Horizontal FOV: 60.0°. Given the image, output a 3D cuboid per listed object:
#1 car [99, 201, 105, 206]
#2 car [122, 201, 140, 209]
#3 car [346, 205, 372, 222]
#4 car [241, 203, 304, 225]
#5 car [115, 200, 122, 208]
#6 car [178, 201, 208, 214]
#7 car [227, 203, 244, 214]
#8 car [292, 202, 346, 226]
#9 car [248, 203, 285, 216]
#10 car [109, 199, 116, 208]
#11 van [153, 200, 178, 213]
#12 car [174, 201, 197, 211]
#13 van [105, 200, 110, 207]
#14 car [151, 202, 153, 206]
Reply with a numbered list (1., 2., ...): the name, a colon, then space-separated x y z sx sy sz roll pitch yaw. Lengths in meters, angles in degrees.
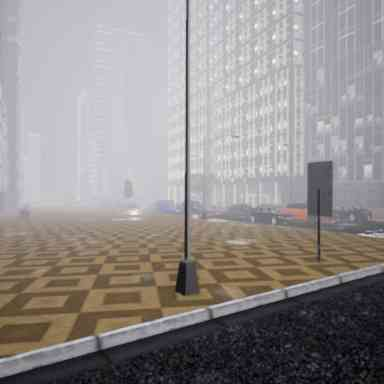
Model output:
1. car: -23.159 3.033 86.729 1.887 1.381 4.507 -1 -1 -26
2. car: -10.956 2.508 61.395 2.008 1.369 4.403 -1 -1 -26
3. car: 13.679 1.835 29.561 2.008 1.369 4.403 -1 -1 -26
4. car: 6.129 1.801 25.924 2.008 1.369 4.403 -1 -1 -26
5. car: -13.324 2.585 66.309 1.752 1.417 4.829 -1 -1 -26
6. car: 0.364 1.943 43.915 2.097 1.767 4.553 0 -1 -26
7. car: 6.357 2.148 44.763 1.947 1.339 4.313 -1 -1 -26
8. car: 9.085 1.588 25.783 2.097 1.767 4.553 0 -1 -26
9. car: 8.798 2.048 39.696 1.947 1.339 4.313 -1 -1 -26
10. car: -15.838 2.713 71.529 1.887 1.381 4.507 -1 -1 -26
11. van: -3.638 1.990 46.196 1.690 1.788 3.998 -1 -1 -26
12. car: -1.123 2.288 54.194 1.837 1.490 4.892 0 -1 -24
13. van: -18.282 2.616 76.598 1.690 1.788 3.998 -1 -1 -26
14. car: -5.602 2.573 63.416 1.895 1.301 4.718 0 -1 -26
